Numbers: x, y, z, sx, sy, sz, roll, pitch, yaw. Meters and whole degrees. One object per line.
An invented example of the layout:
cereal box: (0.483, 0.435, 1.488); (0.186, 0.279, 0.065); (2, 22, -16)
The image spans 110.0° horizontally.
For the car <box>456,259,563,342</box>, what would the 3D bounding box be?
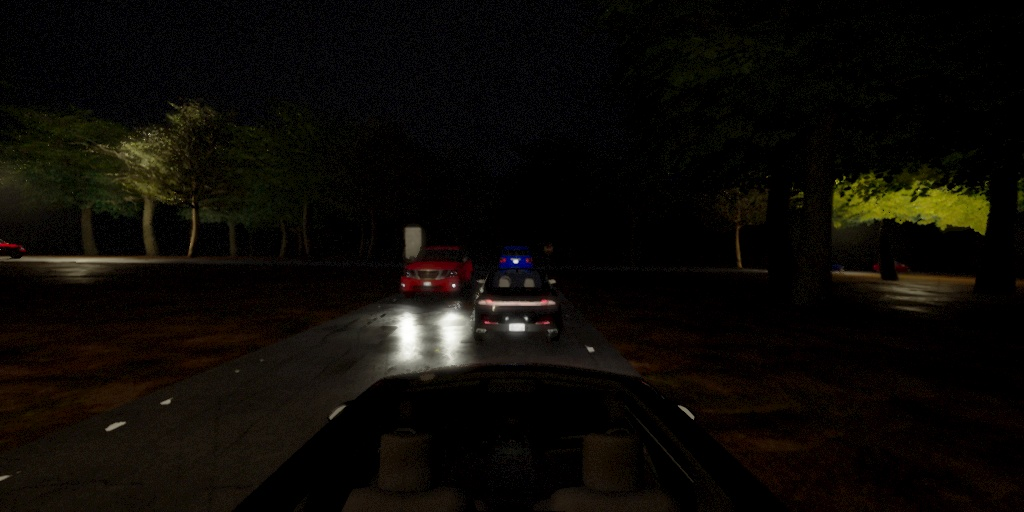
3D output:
car: (0.128, 1.019, 8.986); (2.128, 1.511, 4.902); (0, 2, 1)

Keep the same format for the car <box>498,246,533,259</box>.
car: (0.259, 0.366, 24.099); (2.150, 2.045, 5.566); (0, 1, 1)

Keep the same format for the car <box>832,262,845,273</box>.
car: (39.084, 1.346, 44.747); (4.674, 1.442, 1.812); (1, 2, -14)

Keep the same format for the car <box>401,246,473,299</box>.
car: (-2.962, 0.569, 15.455); (2.150, 2.045, 5.566); (0, 1, 1)

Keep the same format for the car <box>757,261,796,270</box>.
car: (34.521, 1.100, 46.796); (5.008, 1.535, 1.882); (1, 2, -13)

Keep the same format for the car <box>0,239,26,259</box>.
car: (-49.177, -0.718, 33.400); (5.566, 2.045, 2.150); (0, 2, 0)
